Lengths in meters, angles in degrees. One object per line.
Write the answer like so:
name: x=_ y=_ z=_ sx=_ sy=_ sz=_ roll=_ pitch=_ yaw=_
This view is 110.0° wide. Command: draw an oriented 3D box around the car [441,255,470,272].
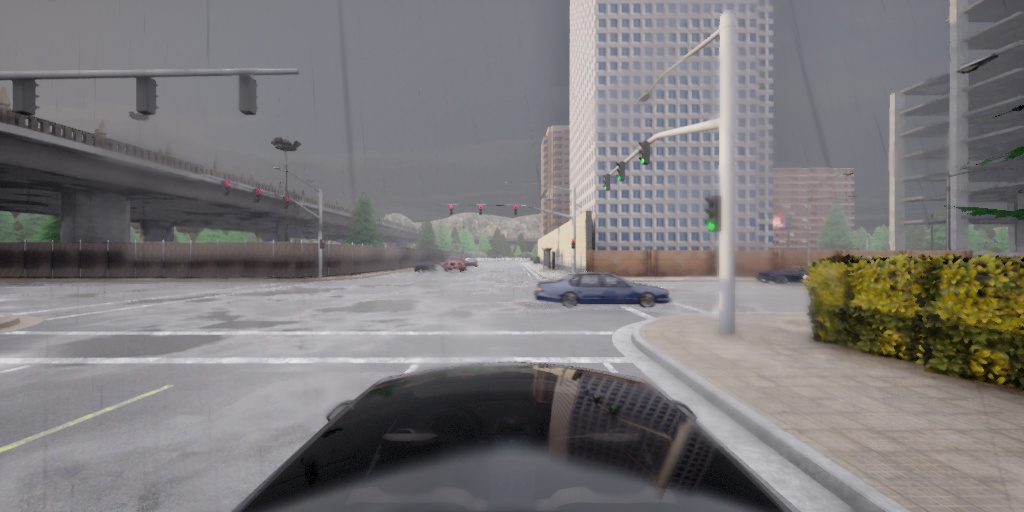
car: x=-7.096 y=0.947 z=45.258 sx=2.150 sy=2.045 sz=5.566 roll=0 pitch=0 yaw=0

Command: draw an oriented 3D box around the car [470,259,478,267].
car: x=-7.063 y=1.197 z=62.999 sx=1.882 sy=1.535 sz=5.008 roll=0 pitch=0 yaw=0

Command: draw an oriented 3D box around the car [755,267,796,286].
car: x=19.974 y=1.394 z=25.293 sx=4.718 sy=1.301 sz=1.895 roll=0 pitch=0 yaw=0

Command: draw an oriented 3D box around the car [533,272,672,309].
car: x=3.554 y=1.364 z=14.669 sx=5.357 sy=1.411 sz=2.033 roll=0 pitch=0 yaw=0

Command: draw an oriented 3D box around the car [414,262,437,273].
car: x=-10.597 y=1.330 z=44.045 sx=1.895 sy=1.301 sz=4.718 roll=0 pitch=0 yaw=0

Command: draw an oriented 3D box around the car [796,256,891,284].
car: x=21.075 y=1.017 z=21.796 sx=5.566 sy=2.045 sz=2.150 roll=0 pitch=0 yaw=0
